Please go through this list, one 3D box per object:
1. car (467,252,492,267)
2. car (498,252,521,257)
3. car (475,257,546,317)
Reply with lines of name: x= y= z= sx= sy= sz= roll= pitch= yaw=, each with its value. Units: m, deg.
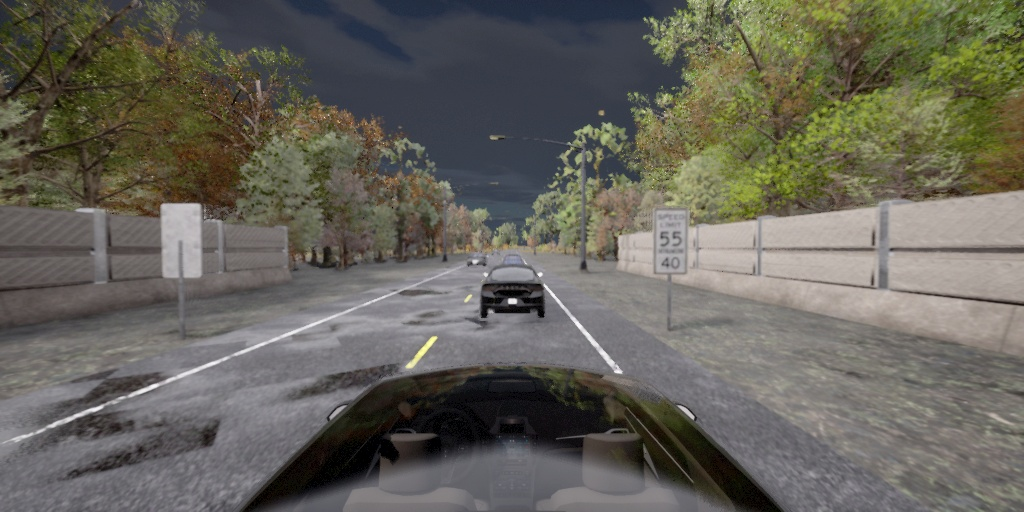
car: x=-3.581 y=0.354 z=37.494 sx=2.128 sy=1.511 sz=4.902 roll=0 pitch=1 yaw=0
car: x=0.090 y=0.576 z=31.013 sx=2.033 sy=1.411 sz=5.357 roll=0 pitch=1 yaw=0
car: x=0.031 y=0.980 z=11.990 sx=1.882 sy=1.535 sz=5.008 roll=0 pitch=2 yaw=0
